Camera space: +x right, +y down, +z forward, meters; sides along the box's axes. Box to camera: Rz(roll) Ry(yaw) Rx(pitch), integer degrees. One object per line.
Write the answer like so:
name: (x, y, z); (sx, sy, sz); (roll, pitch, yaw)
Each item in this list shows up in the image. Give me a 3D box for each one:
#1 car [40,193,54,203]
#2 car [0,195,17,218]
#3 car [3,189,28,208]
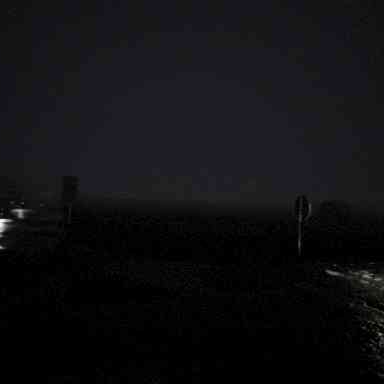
car: (-22.442, 0.914, 51.564); (1.812, 1.442, 4.674); (2, 0, -22)
car: (-14.591, 1.162, 24.678); (1.994, 1.385, 4.181); (2, 0, -22)
car: (-19.801, 0.674, 37.415); (2.150, 2.045, 5.566); (2, 0, -22)
